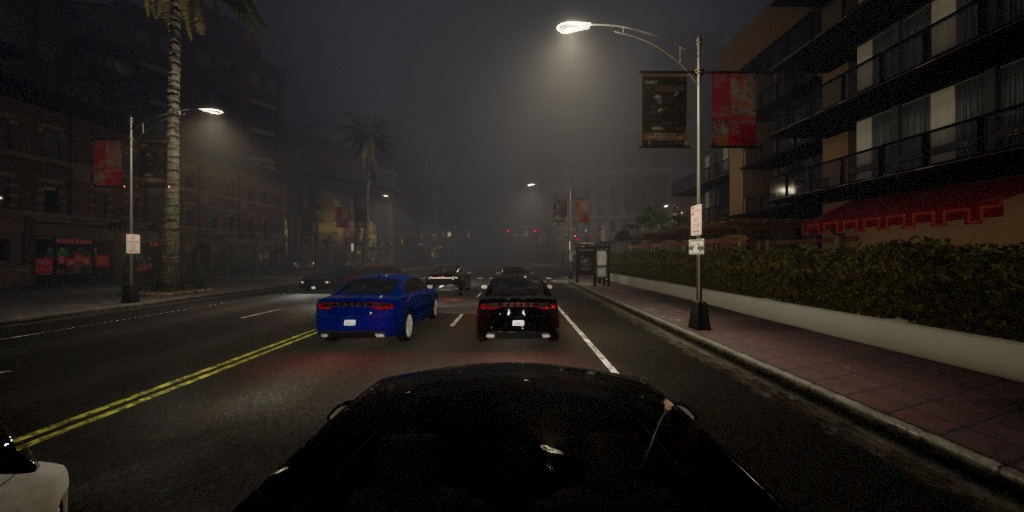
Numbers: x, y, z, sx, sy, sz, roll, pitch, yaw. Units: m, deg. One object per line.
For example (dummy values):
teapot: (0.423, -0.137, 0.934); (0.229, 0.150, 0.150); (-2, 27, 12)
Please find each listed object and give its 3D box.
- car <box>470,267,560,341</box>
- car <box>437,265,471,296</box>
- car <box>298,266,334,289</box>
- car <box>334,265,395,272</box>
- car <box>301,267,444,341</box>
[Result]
car: (0.137, 1.228, 9.854); (1.882, 1.535, 5.008); (0, 0, 0)
car: (-3.331, 1.242, 19.394); (2.128, 1.511, 4.902); (0, 0, 0)
car: (-10.451, 1.298, 21.577); (2.033, 1.411, 5.357); (0, 0, 1)
car: (-6.988, 1.227, 18.774); (1.882, 1.535, 5.008); (0, 0, 1)
car: (-3.359, 1.228, 9.889); (1.882, 1.535, 5.008); (0, 0, 0)
